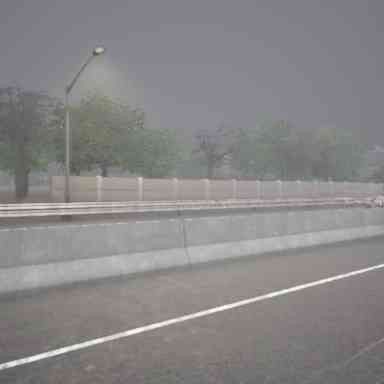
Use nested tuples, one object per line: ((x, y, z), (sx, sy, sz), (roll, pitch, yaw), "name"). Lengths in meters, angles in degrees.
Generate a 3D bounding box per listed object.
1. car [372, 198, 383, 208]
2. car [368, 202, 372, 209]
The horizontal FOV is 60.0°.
((7.489, 1.212, 9.082), (5.566, 2.045, 2.150), (0, 0, -35), "car")
((24.411, 1.466, 42.599), (4.674, 1.442, 1.812), (0, 0, -35), "car")
